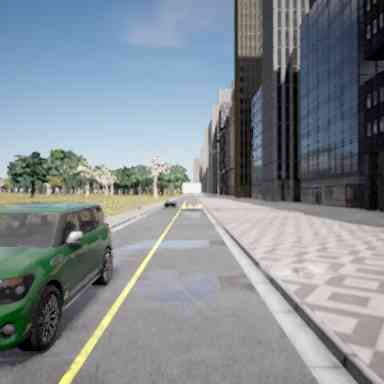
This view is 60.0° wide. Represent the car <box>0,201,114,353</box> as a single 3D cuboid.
[{"bbox_3d":[-3.103,1.236,6.530,2.150,2.045,5.566,0,0,0],"label":"car"}]

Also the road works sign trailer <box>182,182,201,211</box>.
[{"bbox_3d":[-0.018,0.549,41.703,2.380,3.560,2.880,0,0,0],"label":"road works sign trailer"}]

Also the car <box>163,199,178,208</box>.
[{"bbox_3d":[-3.099,1.701,48.842,1.895,1.301,4.718,0,0,0],"label":"car"}]
